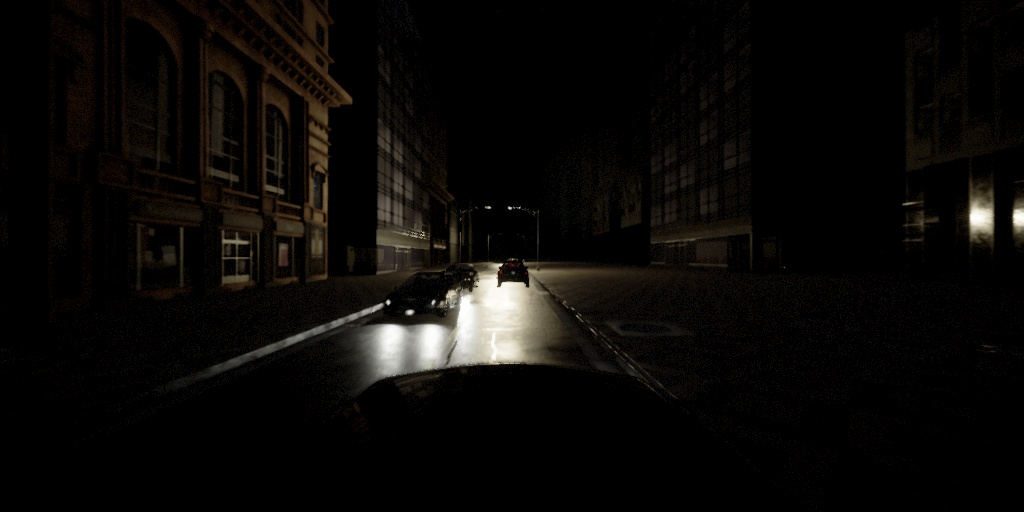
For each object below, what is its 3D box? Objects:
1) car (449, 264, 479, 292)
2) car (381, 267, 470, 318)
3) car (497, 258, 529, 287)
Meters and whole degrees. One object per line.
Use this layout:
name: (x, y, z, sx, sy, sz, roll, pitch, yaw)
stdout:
car: (-3.005, 1.239, 21.139, 2.128, 1.511, 4.902, 0, 0, 0)
car: (-3.024, 1.297, 13.314, 2.033, 1.411, 5.357, 0, 0, 0)
car: (0.080, 1.097, 24.790, 2.097, 1.767, 4.553, 0, 0, 0)
